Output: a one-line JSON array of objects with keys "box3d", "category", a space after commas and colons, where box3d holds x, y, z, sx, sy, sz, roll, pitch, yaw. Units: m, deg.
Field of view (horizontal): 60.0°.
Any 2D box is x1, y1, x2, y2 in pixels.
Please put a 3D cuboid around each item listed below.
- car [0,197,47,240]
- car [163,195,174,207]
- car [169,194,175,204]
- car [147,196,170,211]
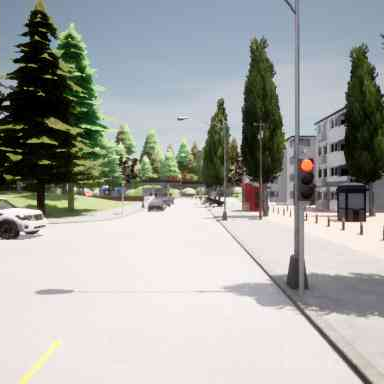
[{"box3d": [-10.199, 1.221, 16.514, 5.566, 2.045, 2.150, 0, 0, 3], "category": "car"}, {"box3d": [-4.174, 1.564, 50.061, 1.994, 1.385, 4.181, 0, 0, 0], "category": "car"}, {"box3d": [-4.146, 1.505, 60.053, 1.837, 1.490, 4.892, 0, 0, 0], "category": "car"}, {"box3d": [-4.171, 1.547, 40.123, 2.033, 1.411, 5.357, 0, 0, 0], "category": "car"}]
